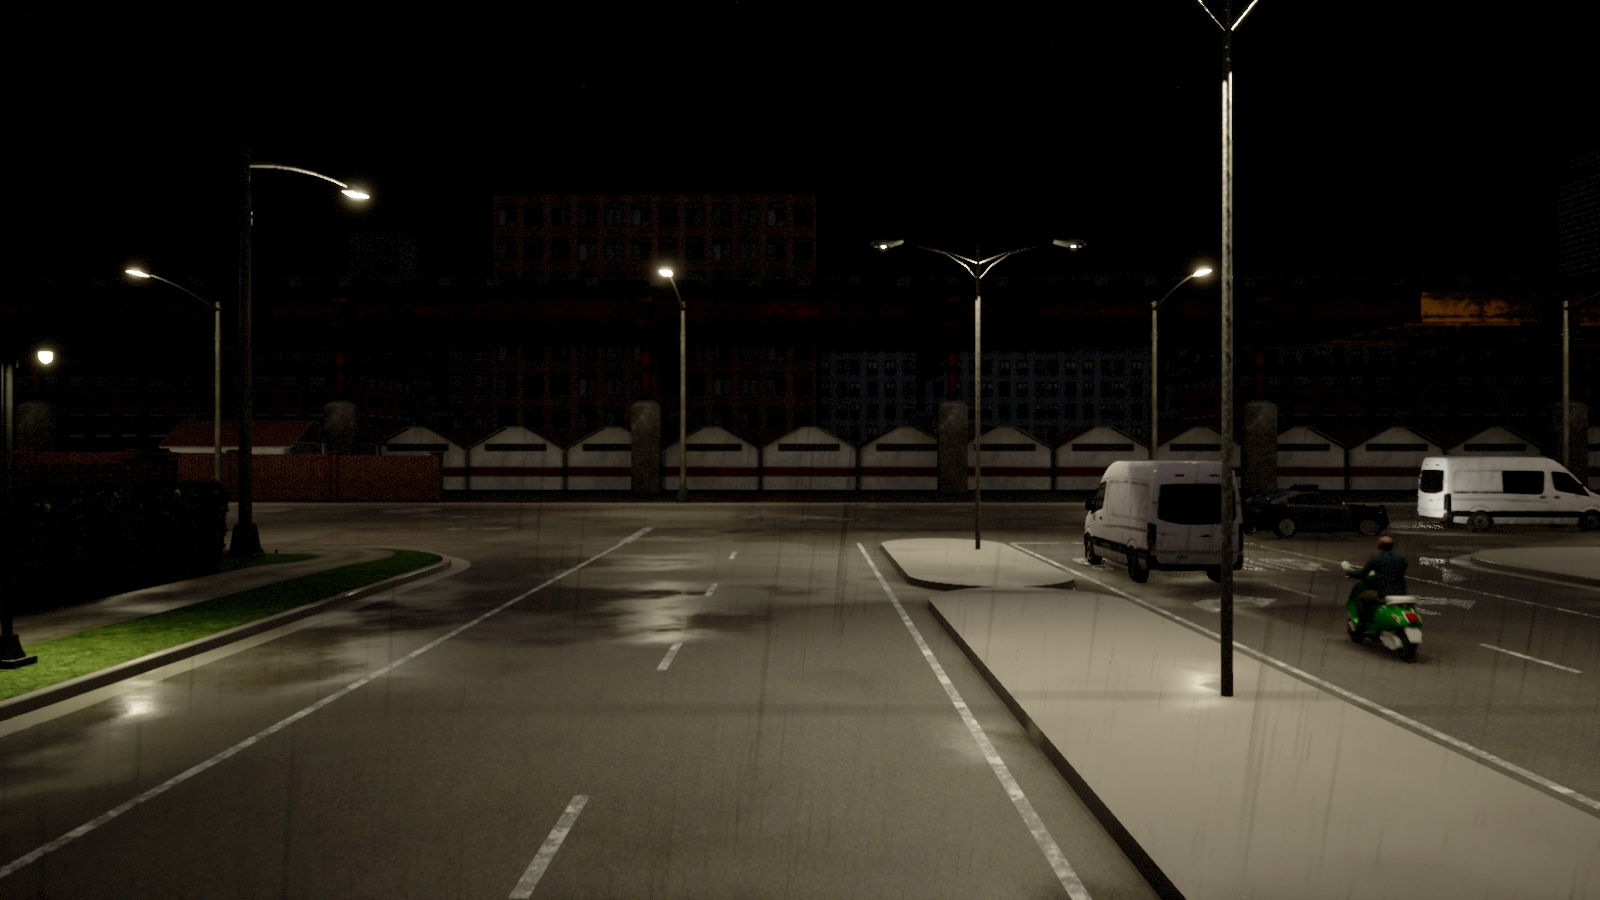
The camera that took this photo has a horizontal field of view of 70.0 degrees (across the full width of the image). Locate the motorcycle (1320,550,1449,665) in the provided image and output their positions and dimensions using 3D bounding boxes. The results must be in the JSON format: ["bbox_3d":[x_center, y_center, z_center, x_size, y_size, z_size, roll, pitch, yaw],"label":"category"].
[{"bbox_3d":[7.984,2.117,15.708,0.856,1.341,1.805,0,0,0],"label":"motorcycle"}]

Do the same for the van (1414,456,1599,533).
[{"bbox_3d":[24.607,1.506,39.273,5.915,2.561,1.988,0,0,1],"label":"van"}]

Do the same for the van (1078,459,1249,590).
[{"bbox_3d":[8.001,1.515,25.863,1.988,2.561,5.915,0,0,0],"label":"van"}]

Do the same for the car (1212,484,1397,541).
[{"bbox_3d":[16.161,1.955,36.694,5.238,1.638,2.097,0,0,-14],"label":"car"}]

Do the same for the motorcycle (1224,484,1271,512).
[{"bbox_3d":[20.026,2.144,51.152,1.805,1.236,0.856,0,0,0],"label":"motorcycle"}]
